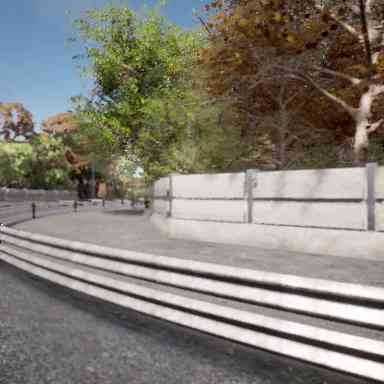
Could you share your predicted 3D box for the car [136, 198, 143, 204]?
[{"bbox_3d":[-13.165,2.154,82.540,1.994,1.385,4.181,0,-1,5],"label":"car"}]
